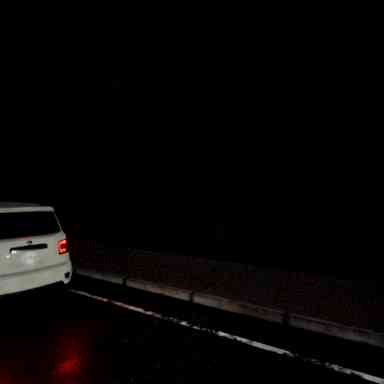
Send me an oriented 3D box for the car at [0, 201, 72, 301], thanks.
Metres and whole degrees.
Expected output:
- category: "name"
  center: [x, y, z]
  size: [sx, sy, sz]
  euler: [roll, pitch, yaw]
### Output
- category: "car"
  center: [-4.993, 1.219, 7.373]
  size: [5.566, 2.045, 2.150]
  euler: [0, 0, 36]
